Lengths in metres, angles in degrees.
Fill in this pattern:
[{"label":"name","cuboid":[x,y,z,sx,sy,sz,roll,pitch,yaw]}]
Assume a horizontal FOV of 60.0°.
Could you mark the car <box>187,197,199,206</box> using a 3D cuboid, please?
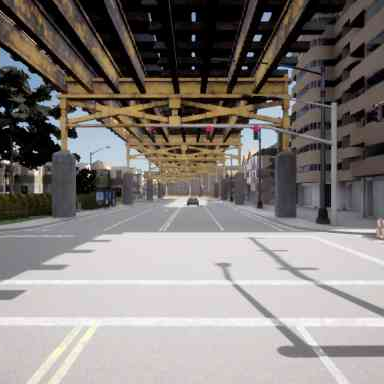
[{"label":"car","cuboid":[0.158,1.564,56.272,1.994,1.385,4.181,0,0,0]}]
